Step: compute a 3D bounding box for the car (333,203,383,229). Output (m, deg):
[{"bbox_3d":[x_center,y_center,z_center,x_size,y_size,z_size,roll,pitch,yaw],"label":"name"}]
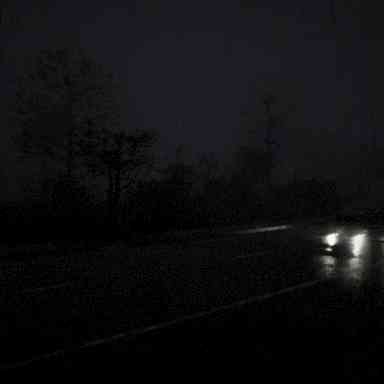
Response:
[{"bbox_3d":[11.063,1.475,21.765,5.008,1.535,1.882,0,0,-41],"label":"car"}]
